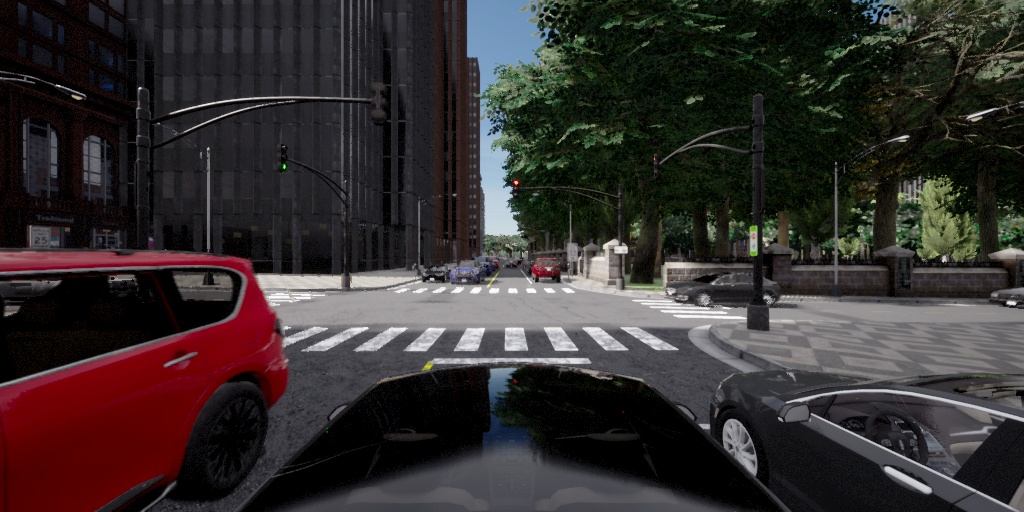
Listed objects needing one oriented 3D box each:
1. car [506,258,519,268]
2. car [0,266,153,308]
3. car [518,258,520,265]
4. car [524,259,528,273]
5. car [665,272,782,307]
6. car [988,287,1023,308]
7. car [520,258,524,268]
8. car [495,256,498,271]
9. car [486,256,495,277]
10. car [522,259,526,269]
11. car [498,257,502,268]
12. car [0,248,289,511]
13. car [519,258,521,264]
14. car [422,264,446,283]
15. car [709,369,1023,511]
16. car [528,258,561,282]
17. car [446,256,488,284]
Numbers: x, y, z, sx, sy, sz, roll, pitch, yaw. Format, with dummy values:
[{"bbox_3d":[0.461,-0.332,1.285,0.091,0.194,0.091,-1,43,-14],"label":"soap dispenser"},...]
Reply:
[{"bbox_3d":[-0.101,1.398,61.496,1.895,1.301,4.718,0,0,0],"label":"car"},{"bbox_3d":[-16.479,1.068,13.130,4.718,1.301,1.895,1,0,-1],"label":"car"},{"bbox_3d":[2.562,1.237,61.166,1.967,1.591,4.097,0,0,0],"label":"car"},{"bbox_3d":[2.637,1.338,39.340,1.948,1.339,4.313,0,0,0],"label":"car"},{"bbox_3d":[9.486,1.475,16.218,4.892,1.490,1.837,1,0,-5],"label":"car"},{"bbox_3d":[25.904,1.854,16.706,5.357,1.411,2.033,1,0,0],"label":"car"},{"bbox_3d":[2.599,1.335,50.253,2.007,1.370,4.403,0,0,0],"label":"car"},{"bbox_3d":[-3.242,1.133,46.768,2.097,1.767,4.553,0,0,0],"label":"car"},{"bbox_3d":[-3.213,0.991,36.585,2.150,2.045,5.566,0,0,0],"label":"car"},{"bbox_3d":[2.618,1.329,44.796,2.007,1.370,4.403,0,0,0],"label":"car"},{"bbox_3d":[-3.241,1.014,57.274,2.150,2.045,5.566,0,0,0],"label":"car"},{"bbox_3d":[-3.320,0.971,1.470,2.150,2.045,5.566,0,0,-3],"label":"car"},{"bbox_3d":[2.581,1.231,55.710,1.967,1.591,4.097,0,0,0],"label":"car"},{"bbox_3d":[-5.851,1.326,28.389,1.948,1.339,4.313,0,0,0],"label":"car"},{"bbox_3d":[2.764,1.300,1.763,2.007,1.370,4.403,0,0,0],"label":"car"},{"bbox_3d":[2.674,1.075,28.428,2.192,1.841,5.009,0,0,0],"label":"car"},{"bbox_3d":[-3.248,1.111,26.826,2.097,1.767,4.553,0,0,1],"label":"car"}]
